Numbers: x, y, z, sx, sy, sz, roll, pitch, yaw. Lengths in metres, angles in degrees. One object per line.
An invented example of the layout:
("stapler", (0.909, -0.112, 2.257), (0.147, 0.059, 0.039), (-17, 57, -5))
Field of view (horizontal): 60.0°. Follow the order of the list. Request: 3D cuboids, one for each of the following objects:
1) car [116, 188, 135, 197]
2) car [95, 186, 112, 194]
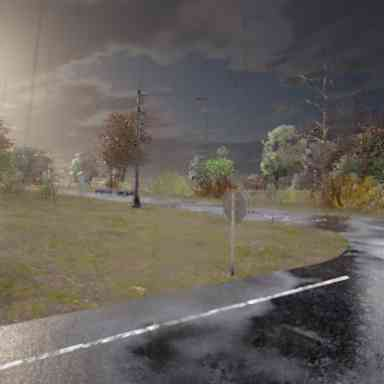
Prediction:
("car", (-10.394, 0.063, 52.790), (1.895, 1.301, 4.718), (1, 1, -36))
("car", (-16.204, -0.367, 60.893), (2.128, 1.511, 4.902), (1, 1, -36))
